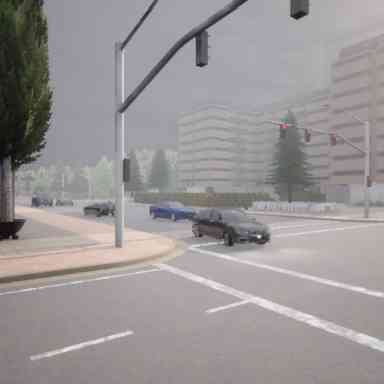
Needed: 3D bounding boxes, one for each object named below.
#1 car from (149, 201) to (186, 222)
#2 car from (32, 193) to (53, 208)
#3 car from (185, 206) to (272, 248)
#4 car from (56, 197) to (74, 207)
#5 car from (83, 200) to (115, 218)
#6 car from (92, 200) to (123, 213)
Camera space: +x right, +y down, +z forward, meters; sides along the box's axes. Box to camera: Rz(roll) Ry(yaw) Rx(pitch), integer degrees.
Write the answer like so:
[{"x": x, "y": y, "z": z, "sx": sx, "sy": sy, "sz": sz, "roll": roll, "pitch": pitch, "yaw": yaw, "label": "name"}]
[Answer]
[{"x": -1.630, "y": 1.482, "z": 26.809, "sx": 1.882, "sy": 1.535, "sz": 5.008, "roll": 0, "pitch": 0, "yaw": -36, "label": "car"}, {"x": -22.558, "y": 1.230, "z": 49.991, "sx": 2.150, "sy": 2.045, "sz": 5.566, "roll": 0, "pitch": 0, "yaw": -36, "label": "car"}, {"x": 1.639, "y": 1.508, "z": 15.187, "sx": 1.837, "sy": 1.490, "sz": 4.892, "roll": 1, "pitch": -1, "yaw": -24, "label": "car"}, {"x": -20.255, "y": 1.538, "z": 52.795, "sx": 1.812, "sy": 1.442, "sz": 4.674, "roll": 0, "pitch": 0, "yaw": -36, "label": "car"}, {"x": -8.213, "y": 1.604, "z": 29.949, "sx": 1.895, "sy": 1.301, "sz": 4.718, "roll": 0, "pitch": 0, "yaw": -36, "label": "car"}, {"x": -9.747, "y": 1.605, "z": 38.063, "sx": 1.895, "sy": 1.301, "sz": 4.718, "roll": 0, "pitch": 0, "yaw": -36, "label": "car"}]
